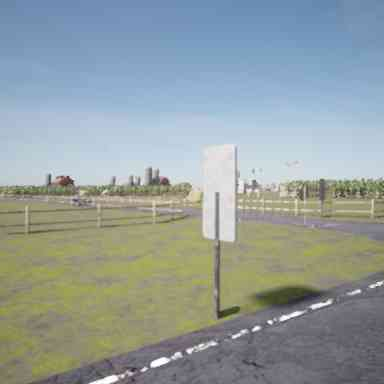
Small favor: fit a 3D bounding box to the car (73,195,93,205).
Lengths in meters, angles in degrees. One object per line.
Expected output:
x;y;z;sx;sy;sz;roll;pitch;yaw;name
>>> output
-16.885;1.184;51.112;2.128;1.511;4.902;0;0;-40;car
